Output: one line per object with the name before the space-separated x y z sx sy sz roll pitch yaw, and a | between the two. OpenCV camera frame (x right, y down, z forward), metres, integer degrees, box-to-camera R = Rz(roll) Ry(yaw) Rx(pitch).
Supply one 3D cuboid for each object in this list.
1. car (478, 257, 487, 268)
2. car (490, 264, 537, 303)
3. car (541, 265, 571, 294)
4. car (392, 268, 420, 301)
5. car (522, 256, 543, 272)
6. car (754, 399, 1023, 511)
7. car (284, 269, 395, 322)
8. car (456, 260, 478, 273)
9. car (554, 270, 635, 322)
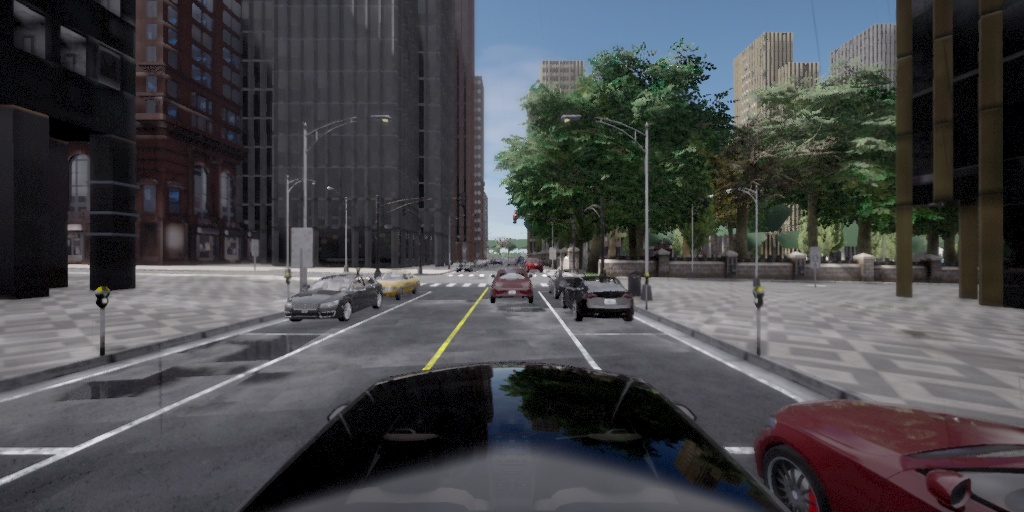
car | -5.762 1.334 60.683 2.007 1.370 4.403 0 0 0
car | 0.000 1.283 16.500 1.812 1.442 4.674 0 0 0
car | 2.763 1.300 17.657 2.007 1.370 4.403 0 0 0
car | -5.763 1.275 17.478 1.751 1.417 4.829 0 0 0
car | 2.763 1.078 44.322 2.192 1.841 5.009 0 0 0
car | 2.763 1.330 1.118 1.802 1.307 4.207 0 0 0
car | -5.763 1.299 12.135 2.007 1.370 4.403 0 0 0
car | -5.762 1.329 44.313 1.948 1.339 4.313 0 0 0
car | 2.763 1.314 12.144 1.948 1.339 4.313 0 0 0
